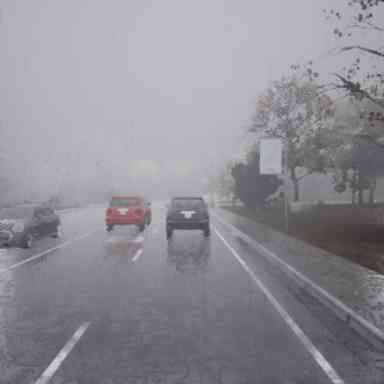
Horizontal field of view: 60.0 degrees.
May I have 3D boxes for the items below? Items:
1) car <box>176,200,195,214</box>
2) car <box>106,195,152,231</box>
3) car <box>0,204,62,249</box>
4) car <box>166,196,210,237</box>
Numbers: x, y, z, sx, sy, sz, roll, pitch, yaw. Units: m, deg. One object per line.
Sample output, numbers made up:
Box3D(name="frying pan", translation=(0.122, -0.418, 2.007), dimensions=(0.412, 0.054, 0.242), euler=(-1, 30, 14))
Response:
Box3D(name="car", translation=(-0.697, 1.608, 36.448), dimensions=(1.994, 1.385, 4.181), euler=(0, 0, -1))
Box3D(name="car", translation=(-3.808, 1.222, 20.717), dimensions=(2.150, 2.045, 5.566), euler=(0, 0, -1))
Box3D(name="car", translation=(-7.347, 1.352, 14.341), dimensions=(2.097, 1.767, 4.553), euler=(0, 0, -1))
Box3D(name="car", translation=(-0.246, 1.215, 18.212), dimensions=(2.150, 2.045, 5.566), euler=(0, 0, -1))
